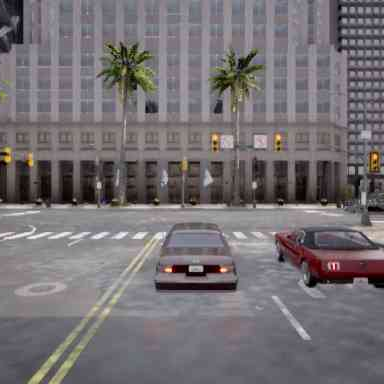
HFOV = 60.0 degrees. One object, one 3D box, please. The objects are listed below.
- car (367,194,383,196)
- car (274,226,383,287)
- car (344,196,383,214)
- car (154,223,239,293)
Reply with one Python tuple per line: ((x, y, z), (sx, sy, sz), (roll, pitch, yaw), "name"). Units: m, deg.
((20.301, 1.210, 37.838), (5.566, 2.045, 2.150), (0, 0, 0), "car")
((3.641, 1.598, 9.257), (1.895, 1.301, 4.718), (0, 0, 2), "car")
((18.285, 1.480, 34.348), (4.902, 1.511, 2.128), (0, 0, 0), "car")
((0.095, 1.544, 8.989), (2.033, 1.411, 5.357), (0, 0, 0), "car")
